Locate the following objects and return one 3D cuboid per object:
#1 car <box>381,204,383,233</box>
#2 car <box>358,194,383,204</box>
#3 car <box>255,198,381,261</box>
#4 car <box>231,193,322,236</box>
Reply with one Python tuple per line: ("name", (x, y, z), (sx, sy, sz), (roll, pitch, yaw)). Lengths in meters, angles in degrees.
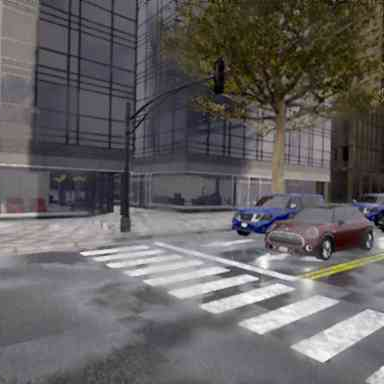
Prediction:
("car", (12.082, 1.518, 18.096), (5.357, 1.411, 2.033), (0, 1, -39))
("car", (12.488, 1.137, 22.579), (5.566, 2.045, 2.150), (0, 1, -39))
("car", (4.709, 1.275, 12.160), (4.553, 1.767, 2.097), (0, 1, -39))
("car", (4.407, 1.086, 16.083), (5.566, 2.045, 2.150), (0, 1, -39))
